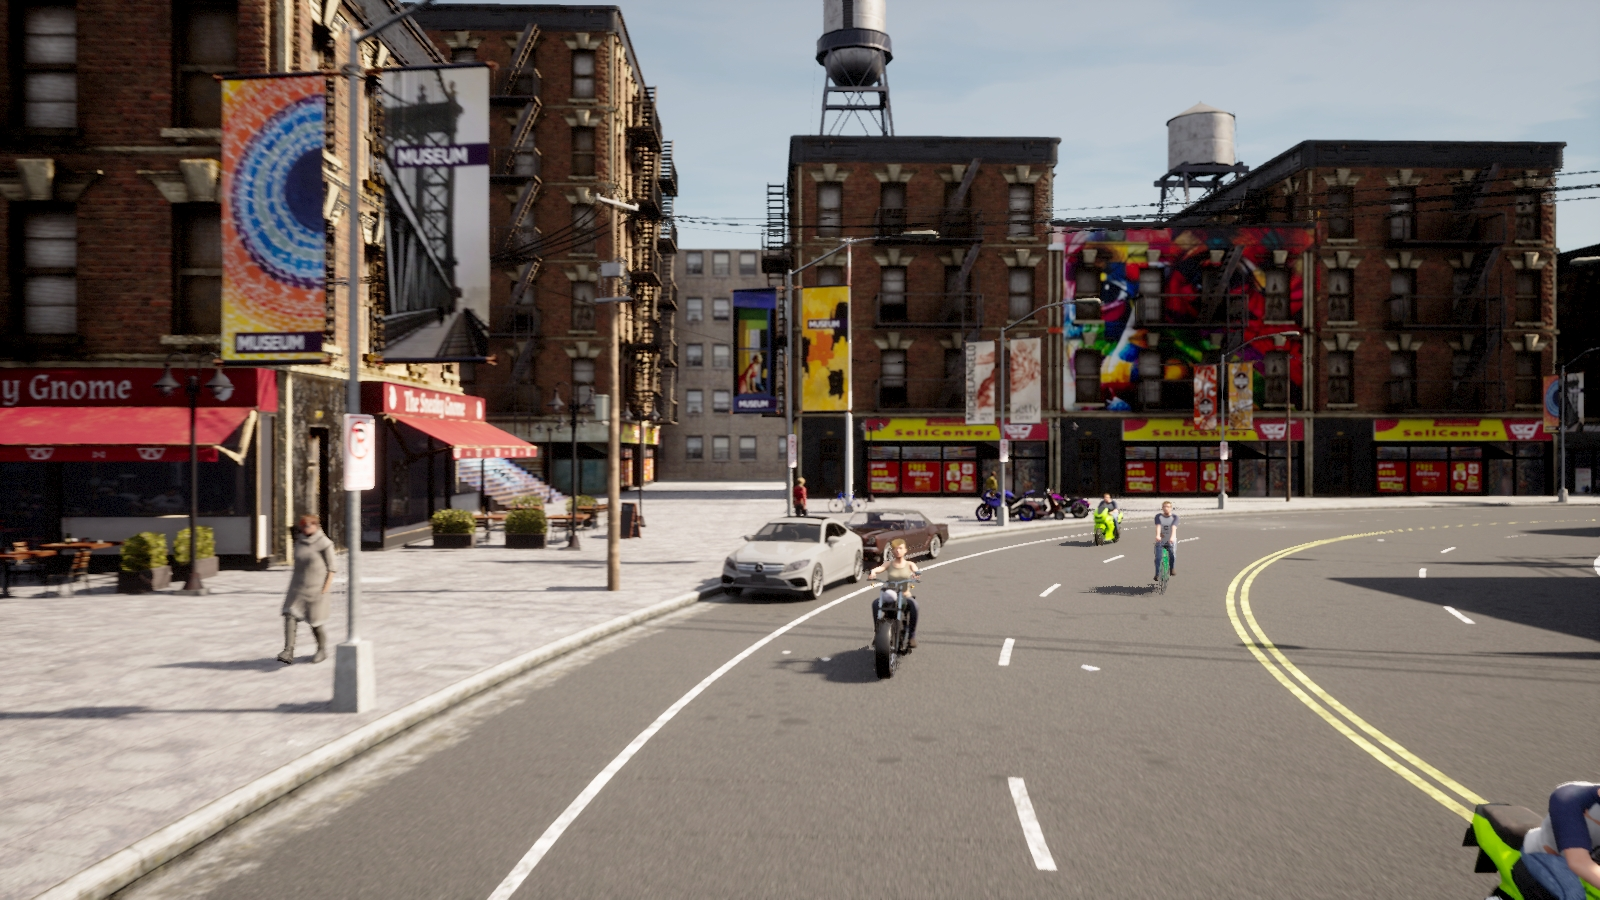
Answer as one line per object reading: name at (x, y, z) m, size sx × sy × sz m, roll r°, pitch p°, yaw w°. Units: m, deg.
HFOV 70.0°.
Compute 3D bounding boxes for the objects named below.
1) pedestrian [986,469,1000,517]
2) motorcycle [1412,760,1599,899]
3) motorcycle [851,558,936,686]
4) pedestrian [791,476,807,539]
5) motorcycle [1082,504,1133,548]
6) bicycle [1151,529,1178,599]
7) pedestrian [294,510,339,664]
pedestrian at (7.581, 1.699, 44.843) m, size 0.375 × 1.860 × 0.375 m, roll 0°, pitch 0°, yaw -38°
motorcycle at (3.591, 2.214, 4.999) m, size 0.803 × 1.145 × 2.033 m, roll 0°, pitch 0°, yaw 2°
motorcycle at (1.250, 2.170, 14.861) m, size 0.764 × 1.277 × 2.356 m, roll 0°, pitch 0°, yaw 13°
pedestrian at (-0.032, 1.698, 34.065) m, size 0.375 × 1.860 × 0.375 m, roll 0°, pitch 0°, yaw 25°
motorcycle at (9.093, 2.216, 33.767) m, size 0.803 × 1.145 × 2.033 m, roll 2°, pitch 1°, yaw 34°
bicycle at (7.163, 2.208, 22.444) m, size 0.373 × 1.196 × 1.643 m, roll 1°, pitch 1°, yaw 21°
pedestrian at (-6.011, 1.694, 14.220) m, size 0.375 × 1.860 × 0.375 m, roll 0°, pitch 0°, yaw 8°
